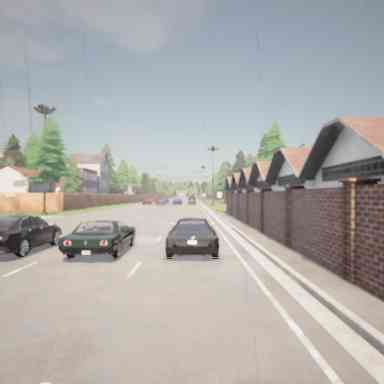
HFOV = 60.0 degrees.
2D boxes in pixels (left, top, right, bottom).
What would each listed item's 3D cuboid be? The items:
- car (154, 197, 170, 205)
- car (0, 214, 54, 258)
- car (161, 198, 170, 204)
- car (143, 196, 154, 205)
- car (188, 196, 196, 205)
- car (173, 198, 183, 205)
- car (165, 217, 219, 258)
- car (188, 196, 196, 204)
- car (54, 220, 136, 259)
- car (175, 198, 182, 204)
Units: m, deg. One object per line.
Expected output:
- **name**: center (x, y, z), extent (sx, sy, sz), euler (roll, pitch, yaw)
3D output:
- **car**: center (-7.006, 2.372, 78.029), extent (2.128, 1.511, 4.902), euler (0, -1, 0)
- **car**: center (-6.980, 1.657, 13.488), extent (1.837, 1.490, 4.892), euler (0, 0, 0)
- **car**: center (-7.007, 2.298, 88.449), extent (1.882, 1.535, 5.008), euler (0, -1, 0)
- **car**: center (-10.507, 2.384, 79.181), extent (1.812, 1.442, 4.674), euler (0, -1, 0)
- **car**: center (-0.007, 2.385, 79.182), extent (2.128, 1.511, 4.902), euler (0, -1, 0)
- **car**: center (-3.506, 2.325, 78.029), extent (1.882, 1.535, 5.008), euler (0, -1, 0)
- **car**: center (0.022, 1.713, 13.409), extent (1.994, 1.385, 4.181), euler (0, -1, 0)
- **car**: center (-0.007, 2.122, 89.312), extent (2.150, 2.045, 5.566), euler (0, -1, 0)
- **car**: center (-3.483, 1.748, 13.234), extent (1.895, 1.301, 4.718), euler (0, -1, 0)
- **car**: center (-3.507, 2.345, 88.449), extent (1.812, 1.442, 4.674), euler (0, -1, 0)
